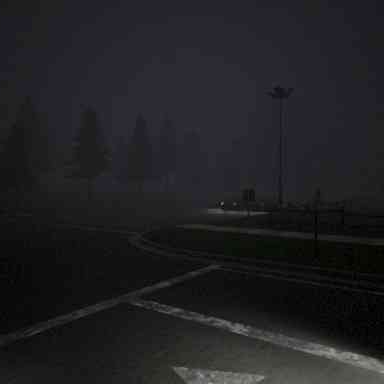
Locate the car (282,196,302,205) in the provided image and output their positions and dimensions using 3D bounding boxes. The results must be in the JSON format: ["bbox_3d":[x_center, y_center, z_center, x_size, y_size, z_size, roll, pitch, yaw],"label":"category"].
[{"bbox_3d":[17.818,1.478,58.154,1.882,1.535,5.008,0,0,35],"label":"car"}]

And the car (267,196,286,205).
[{"bbox_3d":[15.491,1.561,60.912,1.812,1.442,4.674,0,0,35],"label":"car"}]

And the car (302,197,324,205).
[{"bbox_3d":[21.073,1.547,56.687,2.033,1.411,5.357,0,0,35],"label":"car"}]

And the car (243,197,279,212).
[{"bbox_3d":[8.150,1.352,38.459,2.097,1.767,4.553,0,0,35],"label":"car"}]

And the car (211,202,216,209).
[{"bbox_3d":[4.631,1.547,45.627,2.033,1.411,5.357,0,0,35],"label":"car"}]

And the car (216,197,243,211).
[{"bbox_3d":[5.315,1.352,40.511,2.097,1.767,4.553,0,0,35],"label":"car"}]
